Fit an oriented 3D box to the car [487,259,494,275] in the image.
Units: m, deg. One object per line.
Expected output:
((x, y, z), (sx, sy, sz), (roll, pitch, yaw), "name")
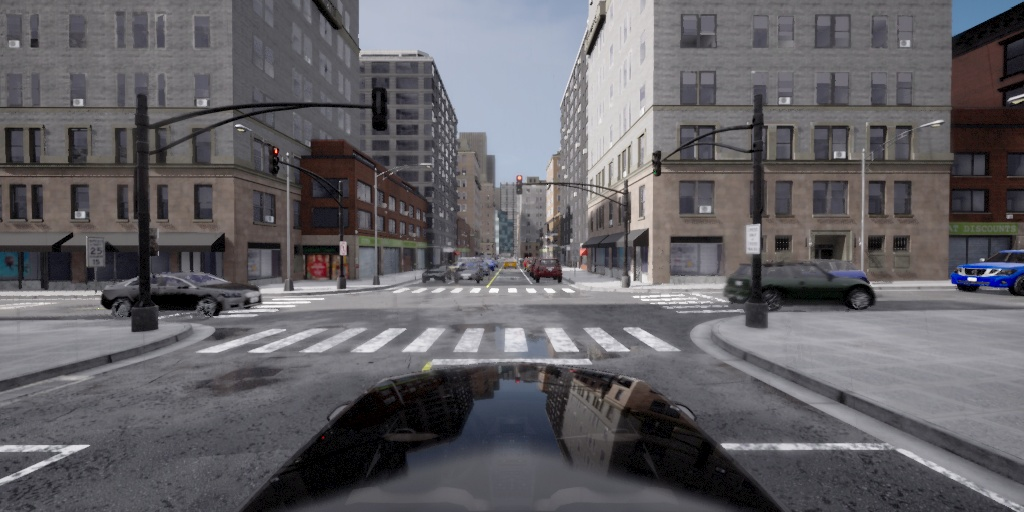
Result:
((-3.245, 1.300, 37.133), (2.033, 1.411, 5.357), (0, 0, 0), "car")

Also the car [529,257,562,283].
((2.746, 1.066, 28.178), (2.192, 1.841, 5.009), (0, 0, 0), "car")

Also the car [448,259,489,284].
((-3.204, 1.244, 27.311), (2.128, 1.511, 4.902), (0, 0, 0), "car")

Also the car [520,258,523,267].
((2.651, 1.064, 50.521), (2.192, 1.841, 5.009), (0, 0, 0), "car")

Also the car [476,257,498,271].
((-3.277, 1.228, 47.328), (1.882, 1.535, 5.008), (0, 0, 0), "car")

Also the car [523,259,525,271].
((2.674, 1.276, 45.105), (1.751, 1.417, 4.829), (0, 0, 0), "car")

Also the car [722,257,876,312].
((10.482, 1.003, 13.265), (4.553, 1.767, 2.097), (-1, 1, 0), "car")

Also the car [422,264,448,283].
((-5.780, 1.318, 28.140), (1.948, 1.339, 4.313), (0, 0, 0), "car")

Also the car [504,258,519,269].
((-0.242, 1.225, 57.149), (1.882, 1.535, 5.008), (0, 0, 0), "car")

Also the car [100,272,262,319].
((-11.872, 1.355, 13.074), (4.902, 1.511, 2.128), (-1, 1, 0), "car")

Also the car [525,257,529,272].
((2.722, 1.067, 33.764), (2.192, 1.841, 5.009), (0, 0, 0), "car")

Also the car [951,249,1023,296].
((23.995, 0.697, 16.573), (5.566, 2.045, 2.150), (-1, 1, -1), "car")

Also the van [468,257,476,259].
((-5.855, 1.092, 44.897), (1.690, 1.789, 3.998), (0, 0, 0), "van")
